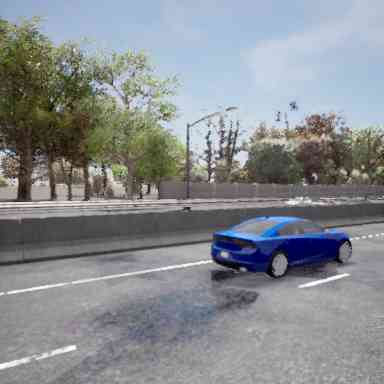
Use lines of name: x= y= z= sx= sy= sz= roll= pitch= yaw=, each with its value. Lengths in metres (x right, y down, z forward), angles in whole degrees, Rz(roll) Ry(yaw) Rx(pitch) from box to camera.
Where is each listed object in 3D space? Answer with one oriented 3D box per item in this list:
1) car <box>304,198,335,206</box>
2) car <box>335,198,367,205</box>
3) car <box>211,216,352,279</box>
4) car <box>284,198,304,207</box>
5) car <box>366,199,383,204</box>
car: x=16.520 y=1.571 z=41.557 sx=4.718 sy=1.301 sz=1.895 roll=0 pitch=0 yaw=-35
car: x=19.483 y=1.475 z=39.367 sx=4.892 sy=1.490 sz=1.837 roll=0 pitch=0 yaw=-35
car: x=2.873 y=1.468 z=10.114 sx=5.008 sy=1.535 sz=1.882 roll=0 pitch=0 yaw=-35
car: x=14.251 y=1.495 z=44.138 sx=4.674 sy=1.442 sz=1.812 roll=0 pitch=0 yaw=-36
car: x=21.445 y=1.535 z=36.469 sx=4.181 sy=1.385 sz=1.994 roll=0 pitch=0 yaw=-35
